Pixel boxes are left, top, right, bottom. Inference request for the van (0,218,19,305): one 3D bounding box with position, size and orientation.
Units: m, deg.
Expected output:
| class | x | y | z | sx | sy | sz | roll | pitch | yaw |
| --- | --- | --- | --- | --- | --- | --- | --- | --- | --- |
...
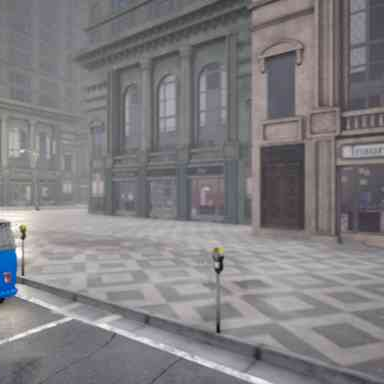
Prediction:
| class | x | y | z | sx | sy | sz | roll | pitch | yaw |
| --- | --- | --- | --- | --- | --- | --- | --- | --- | --- |
| van | -5.147 | 1.306 | 6.658 | 3.998 | 1.788 | 1.690 | 0 | 0 | 36 |
